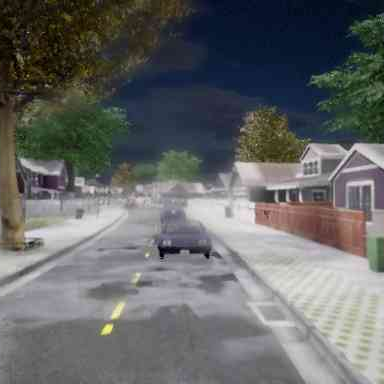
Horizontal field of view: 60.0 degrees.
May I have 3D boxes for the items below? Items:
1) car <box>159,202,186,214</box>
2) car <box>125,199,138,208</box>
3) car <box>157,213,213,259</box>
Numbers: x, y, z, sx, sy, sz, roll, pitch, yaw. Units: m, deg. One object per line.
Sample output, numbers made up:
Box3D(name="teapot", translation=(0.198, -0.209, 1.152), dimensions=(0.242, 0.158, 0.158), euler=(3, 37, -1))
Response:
Box3D(name="car", translation=(-1.701, 1.663, 28.546), dimensions=(2.097, 1.767, 4.553), euler=(0, -1, -7))
Box3D(name="car", translation=(-11.540, 2.052, 63.456), dimensions=(2.097, 1.767, 4.553), euler=(0, -1, -15))
Box3D(name="car", translation=(-0.345, 1.747, 13.343), dimensions=(1.895, 1.301, 4.718), euler=(0, -1, -3))
